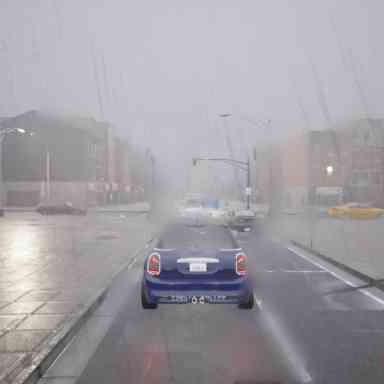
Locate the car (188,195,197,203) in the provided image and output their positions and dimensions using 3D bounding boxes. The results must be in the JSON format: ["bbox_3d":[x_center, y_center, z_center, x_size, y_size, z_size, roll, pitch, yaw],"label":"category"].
[{"bbox_3d":[0.095,1.706,85.859,2.150,2.045,5.566,0,-1,0],"label":"car"}]

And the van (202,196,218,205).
[{"bbox_3d":[2.668,1.476,45.048,1.690,1.788,3.998,-1,0,0],"label":"van"}]

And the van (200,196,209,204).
[{"bbox_3d":[2.694,1.676,71.500,1.690,1.788,3.998,-1,-1,0],"label":"van"}]

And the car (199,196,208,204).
[{"bbox_3d":[2.702,1.826,76.789,1.967,1.590,4.097,-1,-1,0],"label":"car"}]

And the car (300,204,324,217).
[{"bbox_3d":[13.283,1.827,33.051,4.718,1.301,1.895,1,1,1],"label":"car"}]

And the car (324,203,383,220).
[{"bbox_3d":[15.043,1.766,30.075,5.008,1.535,1.882,1,1,0],"label":"car"}]

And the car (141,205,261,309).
[{"bbox_3d":[0.107,1.356,8.018,2.097,1.767,4.553,0,0,0],"label":"car"}]

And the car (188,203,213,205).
[{"bbox_3d":[0.148,1.546,17.837,1.812,1.442,4.674,0,0,1],"label":"car"}]

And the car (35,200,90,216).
[{"bbox_3d":[-11.686,1.459,30.157,4.674,1.442,1.812,1,1,2],"label":"car"}]

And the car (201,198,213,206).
[{"bbox_3d":[2.688,1.795,60.917,2.008,1.369,4.403,-1,-1,0],"label":"car"}]

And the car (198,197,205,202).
[{"bbox_3d":[2.721,2.141,92.658,1.802,1.307,4.206,-2,-1,0],"label":"car"}]

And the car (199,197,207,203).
[{"bbox_3d":[2.710,1.985,82.078,1.887,1.381,4.507,-1,-1,0],"label":"car"}]

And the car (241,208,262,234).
[{"bbox_3d":[2.645,1.572,18.089,2.008,1.369,4.403,-1,0,0],"label":"car"}]

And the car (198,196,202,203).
[{"bbox_3d":[2.678,1.518,55.630,2.192,1.841,5.009,-1,0,0],"label":"car"}]

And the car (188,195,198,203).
[{"bbox_3d":[0.138,1.843,71.730,2.128,1.511,4.902,0,-1,0],"label":"car"}]
